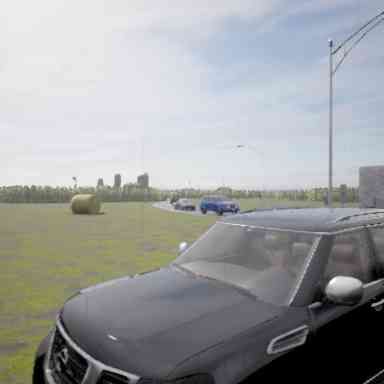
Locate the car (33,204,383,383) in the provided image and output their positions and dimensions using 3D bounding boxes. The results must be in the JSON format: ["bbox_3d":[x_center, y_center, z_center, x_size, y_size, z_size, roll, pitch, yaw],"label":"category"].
[{"bbox_3d":[1.207,1.239,3.993,5.566,2.045,2.150,0,0,-36],"label":"car"}]

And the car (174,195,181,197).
[{"bbox_3d":[-1.500,1.766,56.627,1.812,1.442,4.674,0,0,-12],"label":"car"}]

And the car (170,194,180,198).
[{"bbox_3d":[-3.274,1.504,66.801,2.150,2.045,5.566,0,0,-6],"label":"car"}]

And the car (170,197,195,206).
[{"bbox_3d":[-1.088,1.765,44.988,2.033,1.411,5.357,0,0,-19],"label":"car"}]

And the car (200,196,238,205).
[{"bbox_3d":[2.808,1.408,35.268,2.150,2.045,5.566,0,0,-27],"label":"car"}]

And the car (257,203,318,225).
[{"bbox_3d":[7.439,1.681,26.435,1.812,1.442,4.674,0,0,-30],"label":"car"}]
